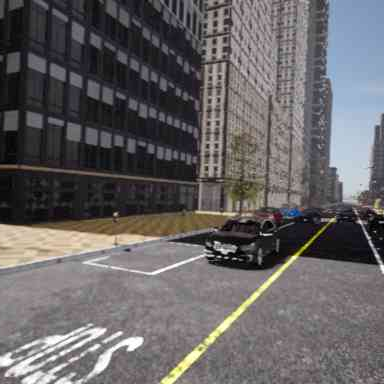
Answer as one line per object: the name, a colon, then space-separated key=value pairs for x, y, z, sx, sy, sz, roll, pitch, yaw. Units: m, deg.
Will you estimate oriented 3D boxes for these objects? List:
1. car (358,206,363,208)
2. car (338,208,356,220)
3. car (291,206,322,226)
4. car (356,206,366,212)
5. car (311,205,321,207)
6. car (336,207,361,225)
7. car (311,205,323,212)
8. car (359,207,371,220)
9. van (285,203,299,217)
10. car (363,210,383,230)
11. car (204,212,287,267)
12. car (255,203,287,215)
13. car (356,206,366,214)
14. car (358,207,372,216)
car: x=25.847 y=3.185 z=48.999 sx=1.802 sy=1.307 sz=4.206 roll=2 pitch=-1 yaw=26
car: x=20.936 y=2.905 z=44.872 sx=1.994 sy=1.385 sz=4.181 roll=2 pitch=0 yaw=26
car: x=10.670 y=2.310 z=30.553 sx=1.994 sy=1.385 sz=4.181 roll=2 pitch=-1 yaw=26
car: x=40.423 y=4.067 z=79.544 sx=1.887 sy=1.381 sz=4.507 roll=2 pitch=-1 yaw=26
car: x=20.723 y=3.014 z=57.704 sx=1.802 sy=1.307 sz=4.206 roll=2 pitch=-1 yaw=26
car: x=15.914 y=2.569 z=34.270 sx=2.033 sy=1.411 sz=5.357 roll=2 pitch=0 yaw=26
car: x=25.579 y=3.305 z=67.884 sx=1.947 sy=1.339 sz=4.313 roll=2 pitch=-1 yaw=26
car: x=23.419 y=3.015 z=43.908 sx=1.947 sy=1.339 sz=4.313 roll=2 pitch=-1 yaw=26
van: x=11.017 y=2.158 z=37.350 sx=1.690 sy=1.788 sz=3.998 roll=2 pitch=-1 yaw=26
car: x=16.131 y=2.553 z=28.636 sx=1.947 sy=1.339 sz=4.313 roll=2 pitch=-1 yaw=26
car: x=2.071 y=1.703 z=12.582 sx=1.837 sy=1.490 sz=4.892 roll=2 pitch=0 yaw=26
car: x=6.156 y=1.948 z=27.169 sx=1.967 sy=1.590 sz=4.097 roll=2 pitch=-1 yaw=26
car: x=35.811 y=3.764 z=70.644 sx=1.812 sy=1.442 sz=4.674 roll=2 pitch=0 yaw=26
car: x=30.706 y=3.476 z=59.180 sx=1.947 sy=1.339 sz=4.313 roll=2 pitch=-1 yaw=26
